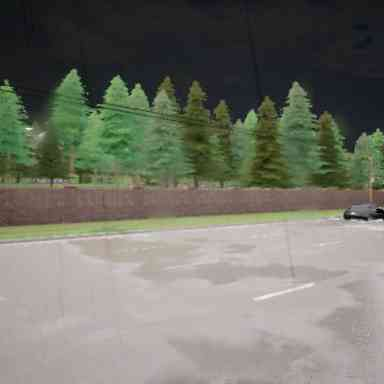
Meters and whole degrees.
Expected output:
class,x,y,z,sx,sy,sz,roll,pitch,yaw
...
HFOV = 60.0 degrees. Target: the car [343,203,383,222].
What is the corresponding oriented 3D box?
class,x,y,z,sx,sy,sz,roll,pitch,yaw
car,13.979,1.600,26.618,4.181,1.385,1.994,0,0,-36
